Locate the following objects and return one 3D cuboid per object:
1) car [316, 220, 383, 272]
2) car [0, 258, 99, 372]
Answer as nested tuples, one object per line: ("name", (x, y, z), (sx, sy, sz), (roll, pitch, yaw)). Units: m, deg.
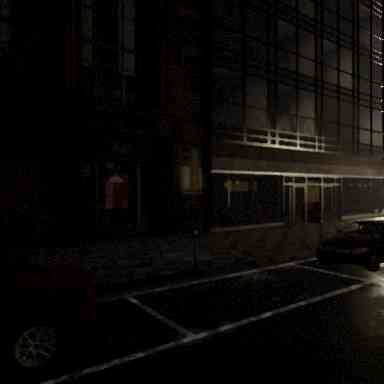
("car", (5.730, 1.565, 10.630), (4.206, 1.307, 1.802), (0, 0, -36))
("car", (-3.464, 1.546, 4.065), (4.507, 1.381, 1.887), (0, 0, -36))
